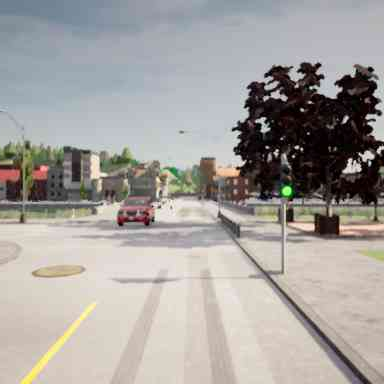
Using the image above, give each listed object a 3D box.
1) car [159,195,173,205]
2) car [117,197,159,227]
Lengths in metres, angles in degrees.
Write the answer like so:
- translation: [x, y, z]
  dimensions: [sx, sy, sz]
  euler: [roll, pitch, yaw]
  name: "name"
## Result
- translation: [-4.028, 1.403, 50.437]
  dimensions: [2.150, 2.045, 5.566]
  euler: [0, 0, 0]
  name: "car"
- translation: [-4.013, 1.400, 24.734]
  dimensions: [2.150, 2.045, 5.566]
  euler: [0, 0, 0]
  name: "car"
